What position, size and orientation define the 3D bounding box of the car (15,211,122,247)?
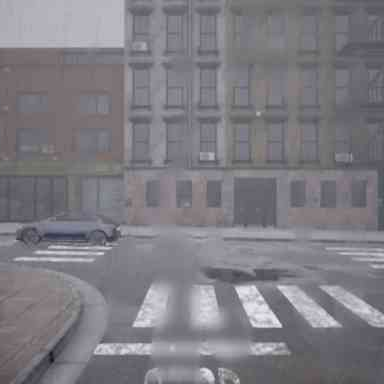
[{"bbox_3d":[-5.103,1.492,14.117,4.181,1.385,1.994,1,0,0],"label":"car"}]
